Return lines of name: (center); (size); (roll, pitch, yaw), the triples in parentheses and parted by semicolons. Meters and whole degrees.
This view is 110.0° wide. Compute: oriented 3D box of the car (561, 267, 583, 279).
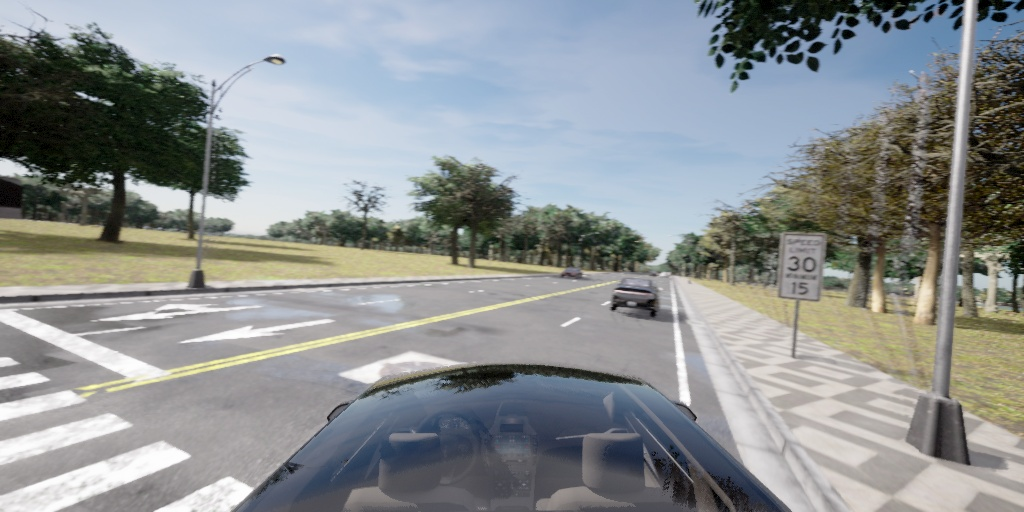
car: (7.560, 2.105, 44.669); (1.994, 1.385, 4.181); (5, 0, 24)

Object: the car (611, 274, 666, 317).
car: (5.769, 1.770, 16.462); (2.128, 1.511, 4.902); (5, 0, 24)
